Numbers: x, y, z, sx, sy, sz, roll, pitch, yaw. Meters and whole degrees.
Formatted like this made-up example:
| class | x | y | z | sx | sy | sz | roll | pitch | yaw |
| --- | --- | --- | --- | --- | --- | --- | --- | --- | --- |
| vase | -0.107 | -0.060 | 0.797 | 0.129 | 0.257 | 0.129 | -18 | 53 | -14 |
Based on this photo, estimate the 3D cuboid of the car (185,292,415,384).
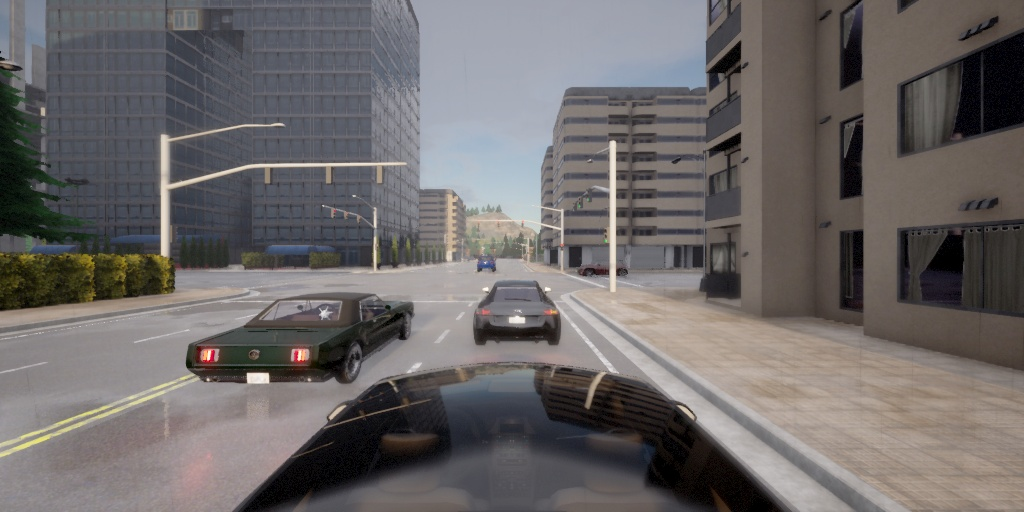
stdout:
| class | x | y | z | sx | sy | sz | roll | pitch | yaw |
| --- | --- | --- | --- | --- | --- | --- | --- | --- | --- |
| car | -3.384 | 1.351 | 7.025 | 1.895 | 1.301 | 4.718 | 0 | 0 | 0 |

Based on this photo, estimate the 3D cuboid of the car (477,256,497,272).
| class | x | y | z | sx | sy | sz | roll | pitch | yaw |
| --- | --- | --- | --- | --- | --- | --- | --- | --- | --- |
| car | -3.232 | 0.971 | 46.260 | 2.150 | 2.045 | 5.566 | 0 | 0 | 0 |

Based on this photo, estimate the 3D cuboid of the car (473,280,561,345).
| class | x | y | z | sx | sy | sz | roll | pitch | yaw |
| --- | --- | --- | --- | --- | --- | --- | --- | --- | --- |
| car | 0.126 | 1.314 | 9.504 | 1.994 | 1.385 | 4.181 | 0 | 0 | 1 |

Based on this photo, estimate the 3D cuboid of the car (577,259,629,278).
| class | x | y | z | sx | sy | sz | roll | pitch | yaw |
| --- | --- | --- | --- | --- | --- | --- | --- | --- | --- |
| car | 8.439 | 1.102 | 33.620 | 4.553 | 1.767 | 2.097 | 0 | 0 | 0 |
